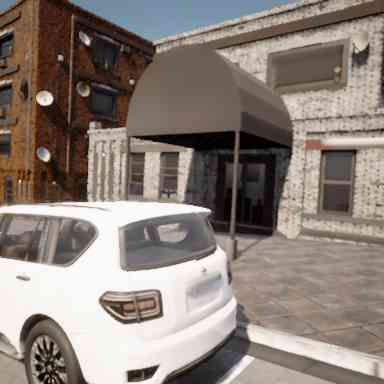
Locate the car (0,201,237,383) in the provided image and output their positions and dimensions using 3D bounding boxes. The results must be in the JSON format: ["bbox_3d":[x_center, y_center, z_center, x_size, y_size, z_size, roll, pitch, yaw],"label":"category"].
[{"bbox_3d":[-2.034,1.172,4.979,5.566,2.045,2.435,0,0,35],"label":"car"}]
